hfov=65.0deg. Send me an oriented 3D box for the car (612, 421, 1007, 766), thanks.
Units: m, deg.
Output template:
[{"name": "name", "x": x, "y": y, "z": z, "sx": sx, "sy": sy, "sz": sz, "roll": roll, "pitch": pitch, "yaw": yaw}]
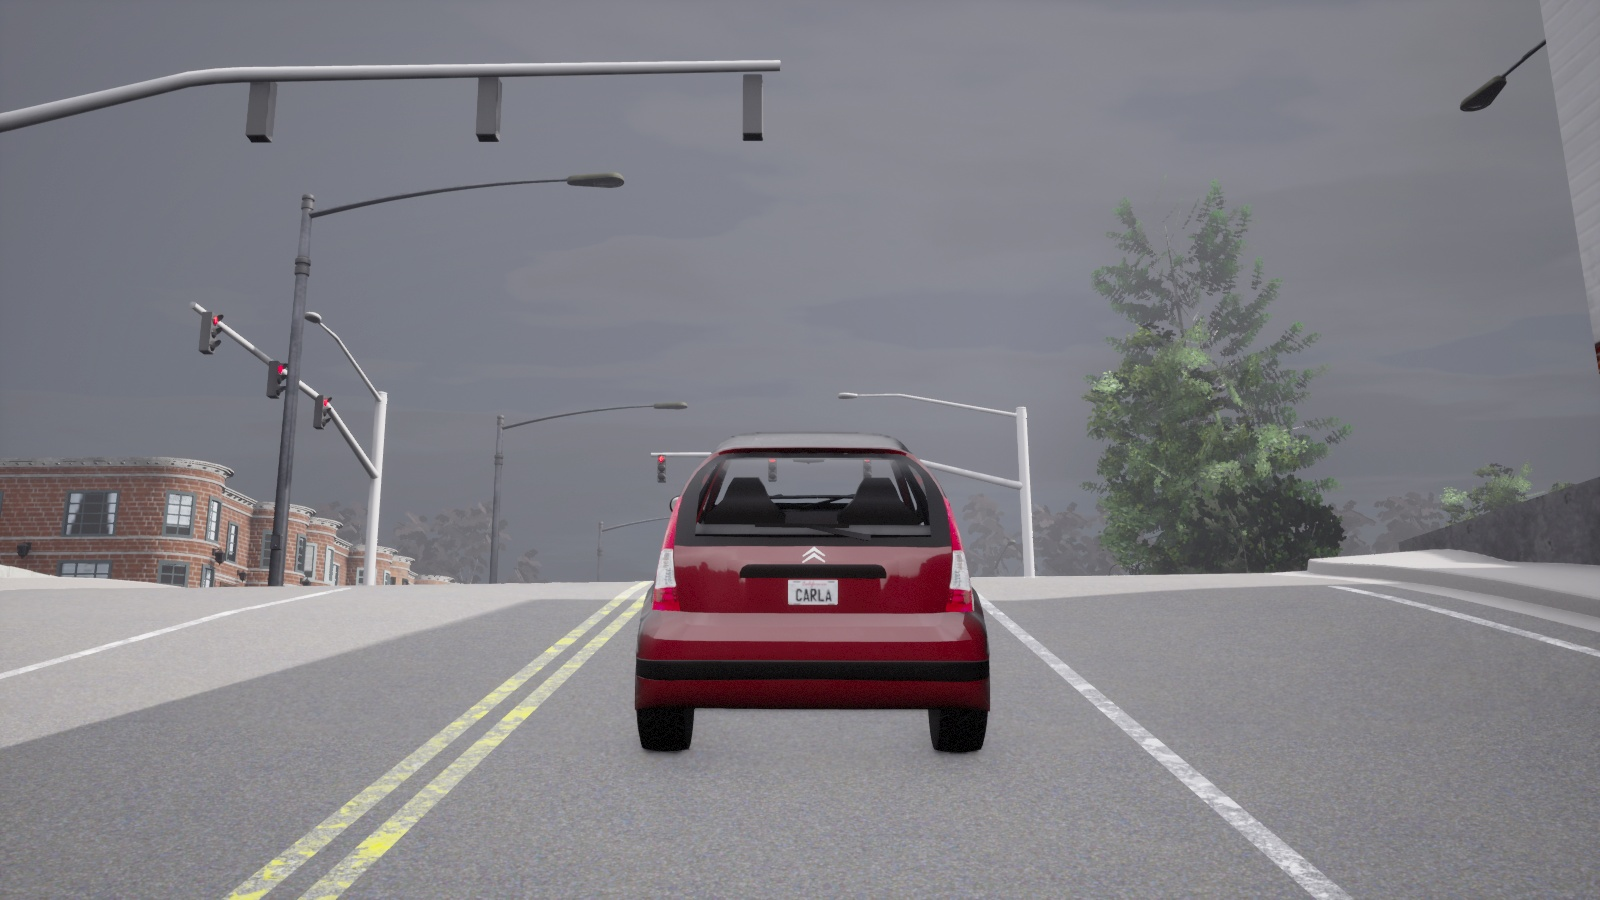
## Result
[{"name": "car", "x": 0.049, "y": 0.677, "z": 7.904, "sx": 1.851, "sy": 1.617, "sz": 3.988, "roll": 0, "pitch": 0, "yaw": 0}]
